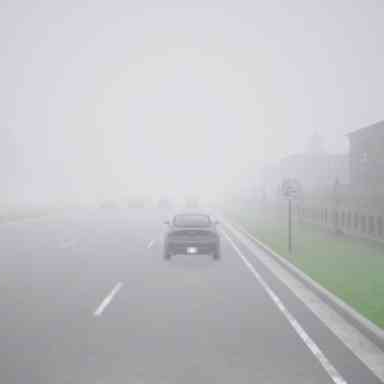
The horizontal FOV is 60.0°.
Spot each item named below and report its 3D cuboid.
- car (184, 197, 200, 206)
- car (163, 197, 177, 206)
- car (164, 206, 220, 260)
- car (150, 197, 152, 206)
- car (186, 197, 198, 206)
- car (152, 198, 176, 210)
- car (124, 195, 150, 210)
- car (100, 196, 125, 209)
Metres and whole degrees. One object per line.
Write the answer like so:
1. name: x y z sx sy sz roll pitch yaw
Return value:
1. car: -0.004 1.509 42.989 2.033 1.411 5.357 0 0 0
2. car: -3.506 1.553 53.438 1.895 1.301 4.718 0 0 0
3. car: -0.001 1.493 12.376 1.837 1.490 4.892 0 0 0
4. car: -7.006 1.516 53.408 1.994 1.385 4.181 0 0 0
5. car: -0.006 1.478 53.409 1.812 1.442 4.674 0 0 0
6. car: -3.504 1.453 42.988 2.128 1.511 4.902 0 0 0
7. car: -7.004 1.439 42.988 1.882 1.535 5.008 0 0 0
8. car: -10.504 1.524 43.371 1.994 1.385 4.181 0 0 0
